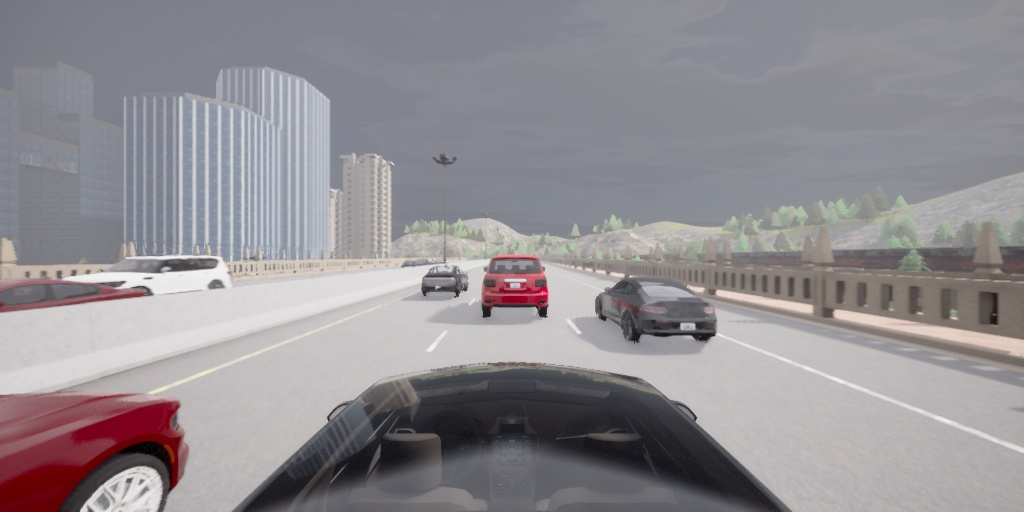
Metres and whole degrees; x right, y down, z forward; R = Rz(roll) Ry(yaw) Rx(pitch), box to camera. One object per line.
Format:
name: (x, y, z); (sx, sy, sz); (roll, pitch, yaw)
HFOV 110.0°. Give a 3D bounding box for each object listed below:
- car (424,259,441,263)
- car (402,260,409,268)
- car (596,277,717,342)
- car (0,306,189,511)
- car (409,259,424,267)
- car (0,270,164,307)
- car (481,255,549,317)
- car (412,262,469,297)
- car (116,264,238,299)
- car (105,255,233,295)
car: (-10.579, 1.335, 50.465); (1.994, 1.385, 4.181); (0, 0, 0)
car: (-17.522, 1.338, 61.825); (1.994, 1.385, 4.181); (0, 0, 1)
car: (3.598, 1.279, 9.641); (1.812, 1.442, 4.674); (0, 0, 0)
car: (-3.400, 1.227, 0.652); (1.882, 1.535, 5.008); (0, 0, 0)
car: (-14.061, 1.276, 56.126); (1.837, 1.490, 4.892); (0, 0, 1)
car: (-10.602, 1.230, 7.369); (1.882, 1.535, 5.008); (0, 0, 0)
car: (0.098, 0.976, 13.383); (2.150, 2.045, 5.566); (0, 0, 0)
car: (-3.403, 1.249, 18.861); (2.128, 1.511, 4.902); (0, 0, 0)
car: (-17.602, 1.235, 19.313); (1.882, 1.535, 5.008); (0, 0, 0)
car: (-14.102, 0.977, 14.291); (2.150, 2.045, 5.566); (0, 0, 0)
